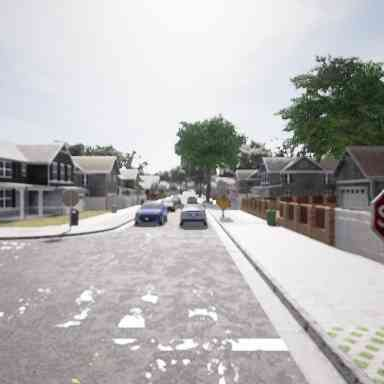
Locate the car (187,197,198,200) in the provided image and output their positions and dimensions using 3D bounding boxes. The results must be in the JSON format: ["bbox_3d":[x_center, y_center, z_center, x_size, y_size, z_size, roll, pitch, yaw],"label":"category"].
[{"bbox_3d":[0.069,1.501,56.487,2.033,1.411,5.357,0,0,1],"label":"car"}]

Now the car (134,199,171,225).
[{"bbox_3d":[-2.888,1.479,24.364,1.882,1.535,5.008,0,0,2],"label":"car"}]

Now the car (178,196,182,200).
[{"bbox_3d":[-2.759,1.477,57.647,1.812,1.442,4.674,0,0,1],"label":"car"}]

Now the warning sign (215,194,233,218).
[{"bbox_3d":[2.528,1.115,26.597,1.300,1.860,1.060,0,0,0],"label":"warning sign"}]

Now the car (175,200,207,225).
[{"bbox_3d":[0.108,1.549,24.027,2.033,1.411,5.357,0,0,0],"label":"car"}]

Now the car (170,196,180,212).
[{"bbox_3d":[-2.837,1.534,38.690,2.033,1.411,5.357,0,0,0],"label":"car"}]
